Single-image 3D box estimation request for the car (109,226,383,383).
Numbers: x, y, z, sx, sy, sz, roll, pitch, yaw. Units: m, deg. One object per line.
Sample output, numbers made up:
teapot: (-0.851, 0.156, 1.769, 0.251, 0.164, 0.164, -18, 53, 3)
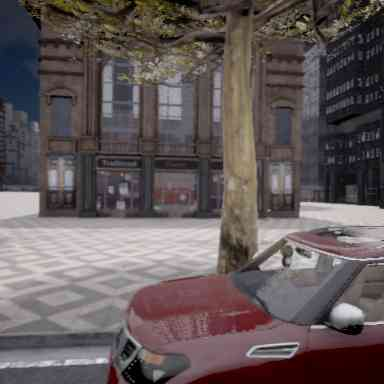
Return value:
car: (1.736, 1.323, 3.467, 5.009, 1.841, 2.192, 1, 0, -7)
